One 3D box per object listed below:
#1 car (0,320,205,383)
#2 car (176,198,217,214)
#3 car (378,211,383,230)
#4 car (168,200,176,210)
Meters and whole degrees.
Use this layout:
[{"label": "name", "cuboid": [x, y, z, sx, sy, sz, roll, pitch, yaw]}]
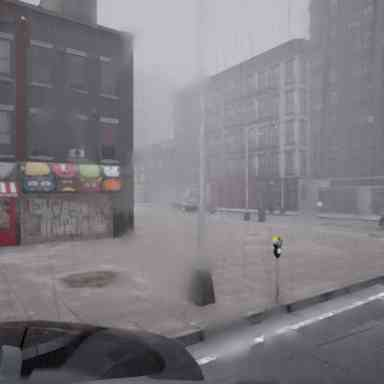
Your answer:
[{"label": "car", "cuboid": [-1.819, 1.566, 1.517, 4.313, 1.339, 1.947, 0, 0, -35]}, {"label": "car", "cuboid": [0.652, 1.577, 35.212, 1.837, 1.490, 4.892, 0, 0, -35]}, {"label": "car", "cuboid": [12.818, 1.366, 18.033, 2.097, 1.767, 4.553, 0, 0, -37]}, {"label": "car", "cuboid": [-1.191, 1.562, 42.907, 1.882, 1.535, 5.008, 0, 0, -35]}]
